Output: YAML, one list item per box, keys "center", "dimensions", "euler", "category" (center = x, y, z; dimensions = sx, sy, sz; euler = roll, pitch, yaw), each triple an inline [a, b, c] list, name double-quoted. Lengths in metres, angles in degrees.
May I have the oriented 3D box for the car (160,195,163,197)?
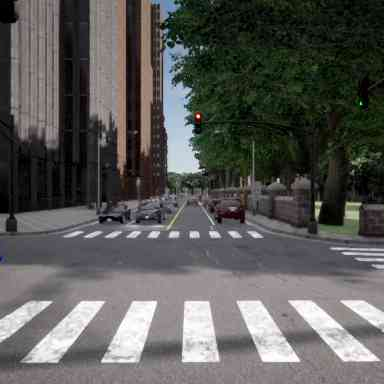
- center: [-5.706, 1.620, 52.533]
  dimensions: [1.802, 1.307, 4.206]
  euler: [0, 0, 0]
  category: "car"

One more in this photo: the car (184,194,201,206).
- center: [0.115, 1.533, 55.806]
  dimensions: [2.128, 1.511, 4.902]
  euler: [0, 0, 1]
  category: "car"

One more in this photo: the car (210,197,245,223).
- center: [2.790, 1.324, 25.249]
  dimensions: [2.192, 1.841, 5.009]
  euler: [0, 0, 0]
  category: "car"

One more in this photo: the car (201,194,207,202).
- center: [2.819, 1.478, 52.531]
  dimensions: [1.967, 1.590, 4.097]
  euler: [0, 0, 0]
  category: "car"

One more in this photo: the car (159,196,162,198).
- center: [-5.712, 1.614, 47.076]
  dimensions: [1.802, 1.307, 4.206]
  euler: [0, 0, 0]
  category: "car"

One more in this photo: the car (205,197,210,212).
- center: [2.802, 1.586, 36.161]
  dimensions: [1.947, 1.339, 4.313]
  euler: [0, 0, 0]
  category: "car"

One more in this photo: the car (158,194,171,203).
- center: [-5.689, 1.371, 68.904]
  dimensions: [2.192, 1.841, 5.009]
  euler: [0, 0, 0]
  category: "car"

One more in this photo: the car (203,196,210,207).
- center: [2.807, 1.577, 41.617]
  dimensions: [2.008, 1.369, 4.403]
  euler: [0, 0, 0]
  category: "car"

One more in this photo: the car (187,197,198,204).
- center: [0.070, 1.616, 65.786]
  dimensions: [1.994, 1.385, 4.181]
  euler: [0, 0, 0]
  category: "car"

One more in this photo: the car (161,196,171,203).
- center: [-5.683, 1.608, 74.361]
  dimensions: [1.887, 1.381, 4.507]
  euler: [0, 0, 0]
  category: "car"

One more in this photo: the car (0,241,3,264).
- center: [-7.565, 1.370, 8.950]
  dimensions: [5.008, 1.535, 1.882]
  euler: [1, 0, 15]
  category: "car"

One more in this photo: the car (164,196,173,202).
- center: [-5.678, 1.616, 79.818]
  dimensions: [1.887, 1.381, 4.507]
  euler: [0, 0, 0]
  category: "car"

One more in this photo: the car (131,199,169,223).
- center: [-3.079, 1.515, 25.520]
  dimensions: [1.837, 1.490, 4.892]
  euler: [0, 0, 1]
  category: "car"

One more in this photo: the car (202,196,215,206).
- center: [2.825, 1.484, 57.987]
  dimensions: [1.967, 1.590, 4.097]
  euler: [0, 0, 0]
  category: "car"

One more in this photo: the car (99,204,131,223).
- center: [-5.735, 1.575, 25.248]
  dimensions: [1.947, 1.339, 4.313]
  euler: [0, 0, 0]
  category: "car"

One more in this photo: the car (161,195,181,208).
- center: [-3.021, 1.598, 48.467]
  dimensions: [1.994, 1.385, 4.181]
  euler: [0, 0, 1]
  category: "car"

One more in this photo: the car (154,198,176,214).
- center: [-3.062, 1.620, 35.444]
  dimensions: [1.895, 1.301, 4.718]
  euler: [0, 0, 0]
  category: "car"

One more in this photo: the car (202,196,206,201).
- center: [2.813, 1.583, 47.074]
  dimensions: [2.008, 1.369, 4.403]
  euler: [0, 0, 0]
  category: "car"

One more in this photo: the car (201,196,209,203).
- center: [2.842, 1.589, 74.526]
  dimensions: [1.752, 1.417, 4.829]
  euler: [0, 0, 0]
  category: "car"
